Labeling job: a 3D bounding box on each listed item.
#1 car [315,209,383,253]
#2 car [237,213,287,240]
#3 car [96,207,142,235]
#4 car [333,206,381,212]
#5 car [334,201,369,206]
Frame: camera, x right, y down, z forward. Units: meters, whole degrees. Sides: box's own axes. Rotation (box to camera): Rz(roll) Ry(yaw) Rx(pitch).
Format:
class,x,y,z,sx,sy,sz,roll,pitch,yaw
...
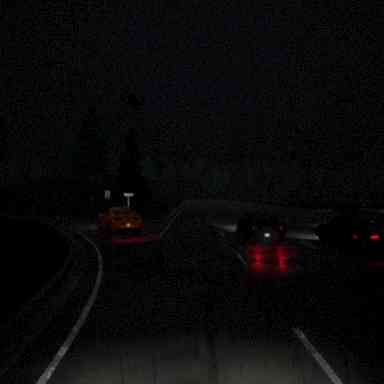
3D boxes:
class,x,y,z,sx,sy,sz,roll,pitch,yaw
car,7.103,1.694,14.312,2.033,1.411,5.357,0,-1,0
car,3.604,1.786,18.113,1.895,1.301,4.718,0,-1,0
car,-4.595,1.690,20.574,1.882,1.535,5.008,1,-1,-26
car,10.604,1.770,20.197,1.994,1.385,4.181,0,-1,0
car,21.887,1.993,45.929,1.812,1.442,4.674,0,-1,-44
